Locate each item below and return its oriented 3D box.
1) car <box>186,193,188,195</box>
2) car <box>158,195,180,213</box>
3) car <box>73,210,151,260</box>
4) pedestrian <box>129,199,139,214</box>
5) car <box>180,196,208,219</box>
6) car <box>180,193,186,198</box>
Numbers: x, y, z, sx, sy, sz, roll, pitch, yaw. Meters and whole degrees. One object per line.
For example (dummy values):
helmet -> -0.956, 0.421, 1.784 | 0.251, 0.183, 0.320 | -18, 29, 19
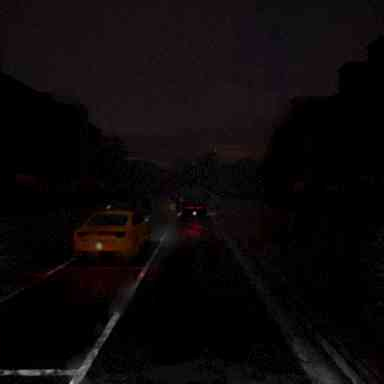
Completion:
car -> -2.242, 1.357, 61.022 | 2.008, 1.369, 4.403 | -2, 0, 0
car -> -2.431, 1.345, 33.617 | 1.752, 1.417, 4.829 | -1, 0, 0
car -> -2.675, 1.392, 12.085 | 1.882, 1.535, 5.008 | 0, 0, 0
pedestrian -> -2.654, 1.190, 15.069 | 0.375, 1.860, 0.375 | 1, 2, 0
car -> 0.236, 1.348, 27.514 | 1.837, 1.490, 4.892 | 0, 0, 1
car -> -2.320, 1.239, 50.128 | 1.967, 1.590, 4.097 | -1, 0, 0
